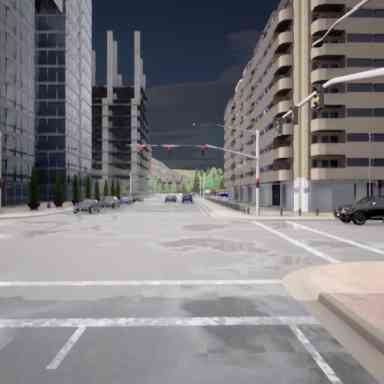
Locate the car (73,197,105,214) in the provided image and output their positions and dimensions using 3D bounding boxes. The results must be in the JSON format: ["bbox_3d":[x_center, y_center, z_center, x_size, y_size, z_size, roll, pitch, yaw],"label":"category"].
[{"bbox_3d":[-11.097,1.496,35.388,1.837,1.490,4.892,0,0,0],"label":"car"}]

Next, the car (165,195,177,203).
[{"bbox_3d":[-4.466,1.336,69.134,2.097,1.767,4.553,0,0,-1],"label":"car"}]

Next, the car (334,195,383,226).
[{"bbox_3d":[13.216,1.272,23.809,5.566,2.045,2.150,0,0,-1],"label":"car"}]

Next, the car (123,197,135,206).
[{"bbox_3d":[-11.364,1.512,56.211,1.812,1.442,4.674,0,0,-1],"label":"car"}]

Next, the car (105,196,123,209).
[{"bbox_3d":[-11.219,1.341,45.219,2.097,1.767,4.553,0,0,-1],"label":"car"}]

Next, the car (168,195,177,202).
[{"bbox_3d":[-4.609,1.455,79.227,1.882,1.535,5.008,0,0,-1],"label":"car"}]

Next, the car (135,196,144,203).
[{"bbox_3d":[-11.494,1.491,71.057,2.033,1.411,5.357,0,0,-1],"label":"car"}]

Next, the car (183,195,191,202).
[{"bbox_3d":[-1.110,1.455,79.278,1.882,1.535,5.008,0,0,-1],"label":"car"}]

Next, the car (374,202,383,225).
[{"bbox_3d":[14.281,1.542,20.327,4.902,1.511,2.128,0,0,-1],"label":"car"}]

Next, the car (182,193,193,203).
[{"bbox_3d":[-0.957,1.206,68.545,2.150,2.045,5.566,0,0,-1],"label":"car"}]
